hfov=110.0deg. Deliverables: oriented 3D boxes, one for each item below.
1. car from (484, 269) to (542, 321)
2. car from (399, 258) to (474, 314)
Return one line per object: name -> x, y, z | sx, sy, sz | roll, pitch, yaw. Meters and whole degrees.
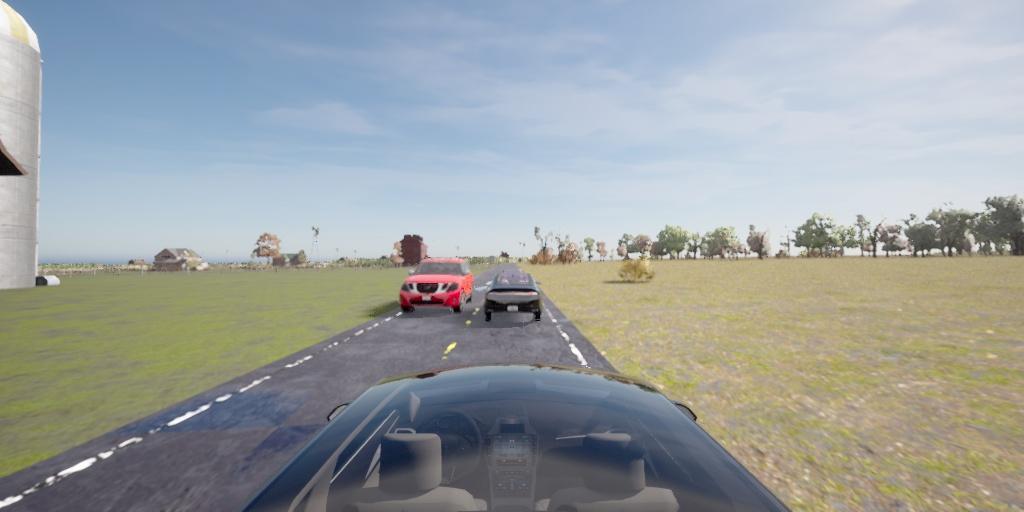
car -> 0.050, 1.361, 13.047 | 2.128, 1.511, 4.902 | 0, -1, 0
car -> -2.860, 1.102, 14.852 | 2.150, 2.045, 5.566 | 0, -1, 0
